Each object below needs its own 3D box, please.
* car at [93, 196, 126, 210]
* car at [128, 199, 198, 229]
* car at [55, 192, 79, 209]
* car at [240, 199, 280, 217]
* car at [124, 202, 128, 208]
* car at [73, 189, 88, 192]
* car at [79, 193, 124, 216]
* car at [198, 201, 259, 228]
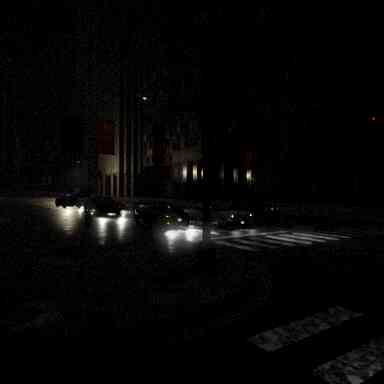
[{"bbox_3d":[-8.913,1.164,35.625,1.895,1.301,4.718,0,1,-35],"label":"car"},{"bbox_3d":[-1.821,1.331,19.830,1.994,1.385,4.181,0,1,-35],"label":"car"},{"bbox_3d":[-13.753,1.051,36.862,2.033,1.411,5.357,0,1,-35],"label":"car"},{"bbox_3d":[4.764,1.317,27.773,2.033,1.411,5.357,0,1,-35],"label":"car"},{"bbox_3d":[-3.690,1.279,28.160,1.895,1.301,4.718,0,1,-35],"label":"car"},{"bbox_3d":[-22.173,0.391,66.181,2.150,2.045,5.566,0,1,-35],"label":"car"},{"bbox_3d":[-7.679,1.114,28.190,1.882,1.535,5.008,0,1,-35],"label":"car"},{"bbox_3d":[1.586,1.397,20.660,1.895,1.301,4.718,0,1,-36],"label":"car"}]
